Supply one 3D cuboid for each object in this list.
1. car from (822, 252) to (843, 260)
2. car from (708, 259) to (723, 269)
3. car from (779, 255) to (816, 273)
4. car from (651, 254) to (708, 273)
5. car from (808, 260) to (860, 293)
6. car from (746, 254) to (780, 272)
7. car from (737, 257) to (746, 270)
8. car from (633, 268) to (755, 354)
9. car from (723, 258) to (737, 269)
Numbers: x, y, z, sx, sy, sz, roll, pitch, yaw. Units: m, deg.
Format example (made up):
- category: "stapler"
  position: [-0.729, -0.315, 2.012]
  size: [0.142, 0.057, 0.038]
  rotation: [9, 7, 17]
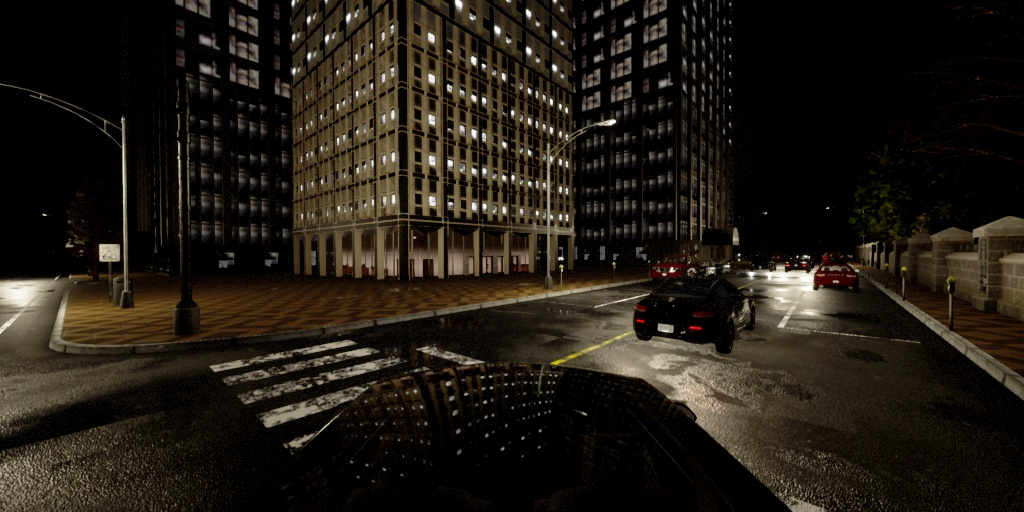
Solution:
- category: "car"
  position: [42.702, 0.441, 47.795]
  size: [2.192, 1.841, 5.009]
  rotation: [0, 0, 42]
- category: "car"
  position: [14.787, 0.992, 28.233]
  size: [2.007, 1.370, 4.403]
  rotation: [0, 0, 42]
- category: "car"
  position: [27.388, 0.878, 34.307]
  size: [2.033, 1.411, 5.357]
  rotation: [0, 1, 42]
- category: "car"
  position: [11.116, 0.813, 24.101]
  size: [2.192, 1.841, 5.009]
  rotation: [0, 0, 42]
- category: "car"
  position: [17.008, 1.076, 18.868]
  size: [1.888, 1.381, 4.507]
  rotation: [0, 0, 42]
- category: "car"
  position: [25.810, 0.815, 36.776]
  size: [1.837, 1.490, 4.892]
  rotation: [0, 1, 42]
- category: "car"
  position: [25.685, 0.795, 40.504]
  size: [1.751, 1.417, 4.829]
  rotation: [0, 0, 42]
- category: "car"
  position: [4.492, 1.205, 8.634]
  size: [1.812, 1.442, 4.674]
  rotation: [0, 1, 42]
- category: "car"
  position: [18.458, 0.936, 32.366]
  size: [2.007, 1.370, 4.403]
  rotation: [0, 0, 42]
